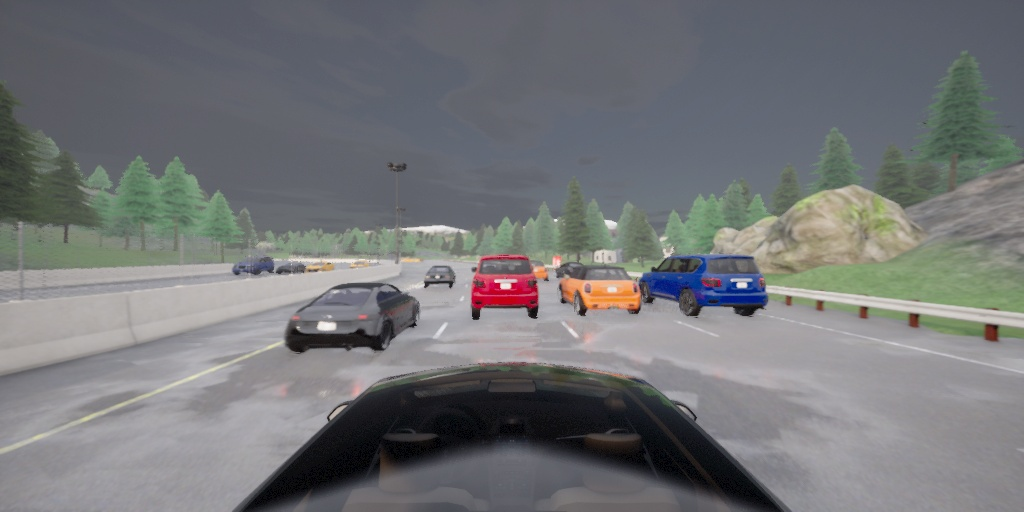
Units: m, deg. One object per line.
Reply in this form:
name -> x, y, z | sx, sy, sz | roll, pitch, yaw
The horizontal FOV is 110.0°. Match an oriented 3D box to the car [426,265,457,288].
car -> -4.842, 1.339, 24.507 | 2.033, 1.411, 5.357 | 0, 0, -6

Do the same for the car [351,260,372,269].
car -> -19.240, 1.331, 45.714 | 1.882, 1.535, 5.008 | 0, 0, -11

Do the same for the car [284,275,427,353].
car -> -3.645, 1.332, 8.954 | 1.994, 1.385, 4.181 | 0, 0, -2

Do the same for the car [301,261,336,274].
car -> -21.710, 1.330, 40.823 | 1.882, 1.535, 5.008 | 0, 0, -9

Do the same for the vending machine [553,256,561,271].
vending machine -> 6.378, 0.994, 50.411 | 1.100, 2.100, 0.880 | 0, 0, -13

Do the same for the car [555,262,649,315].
car -> 3.130, 1.110, 13.701 | 2.097, 1.767, 4.553 | 0, 0, -3

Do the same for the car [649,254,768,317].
car -> 6.680, 0.970, 13.317 | 2.150, 2.045, 5.566 | 0, 0, -3

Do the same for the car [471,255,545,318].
car -> -0.322, 0.986, 13.191 | 2.150, 2.045, 5.566 | 0, 0, -3

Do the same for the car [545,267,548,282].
car -> 1.553, 1.135, 29.658 | 2.097, 1.767, 4.553 | 0, 0, -7

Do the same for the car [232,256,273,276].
car -> -28.700, 1.083, 40.113 | 2.150, 2.045, 5.566 | 0, 1, -11

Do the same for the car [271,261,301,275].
car -> -25.289, 1.409, 41.471 | 2.033, 1.411, 5.357 | 0, 0, -11

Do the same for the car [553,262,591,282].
car -> 4.983, 1.280, 30.489 | 1.837, 1.490, 4.892 | 0, 0, -7
